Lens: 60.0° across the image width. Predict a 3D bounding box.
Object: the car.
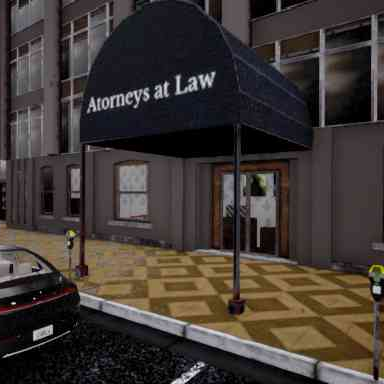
[{"bbox_3d":[-3.663,1.550,5.493,4.403,1.369,2.008,0,0,36],"label":"car"}]
